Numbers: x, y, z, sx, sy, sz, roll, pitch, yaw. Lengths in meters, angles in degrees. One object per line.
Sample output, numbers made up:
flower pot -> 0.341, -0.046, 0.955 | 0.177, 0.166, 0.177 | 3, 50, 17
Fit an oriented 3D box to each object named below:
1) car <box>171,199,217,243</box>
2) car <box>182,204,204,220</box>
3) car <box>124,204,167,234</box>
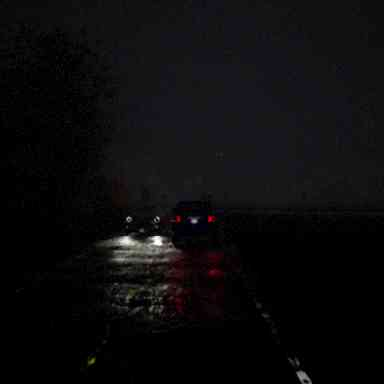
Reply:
car -> 0.106, 1.386, 17.341 | 2.150, 2.045, 5.566 | 0, 0, 0
car -> 0.108, 1.868, 32.447 | 1.994, 1.385, 4.181 | 0, -1, -1
car -> -2.747, 1.544, 20.450 | 2.097, 1.767, 4.553 | 0, 0, 0
